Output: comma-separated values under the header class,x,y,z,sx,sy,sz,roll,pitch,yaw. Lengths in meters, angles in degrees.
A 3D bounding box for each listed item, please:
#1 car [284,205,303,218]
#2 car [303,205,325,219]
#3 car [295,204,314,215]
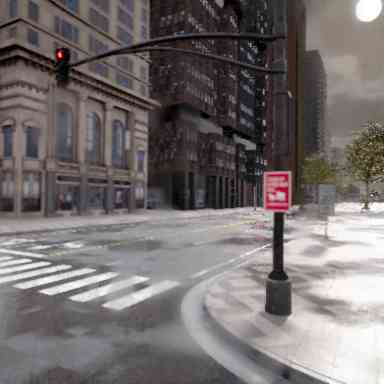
class,x,y,z,sx,sy,sz,roll,pitch,yaw
car,12.564,2.510,42.523,2.128,1.511,4.902,0,-1,30
car,15.374,2.496,40.887,1.882,1.535,5.008,0,-1,29
car,17.527,2.728,51.600,1.882,1.535,5.008,0,-1,29
